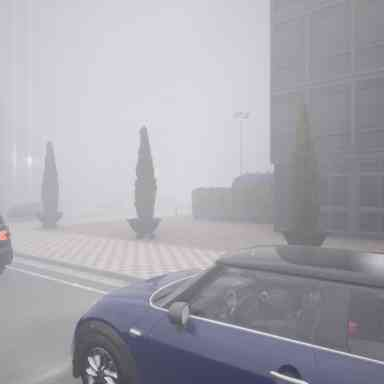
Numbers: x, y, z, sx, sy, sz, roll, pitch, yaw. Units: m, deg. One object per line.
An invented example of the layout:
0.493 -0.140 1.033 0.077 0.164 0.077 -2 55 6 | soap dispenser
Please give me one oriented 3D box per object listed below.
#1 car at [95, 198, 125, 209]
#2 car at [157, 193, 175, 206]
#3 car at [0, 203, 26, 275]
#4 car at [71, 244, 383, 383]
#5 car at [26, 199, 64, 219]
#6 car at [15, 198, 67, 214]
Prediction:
-11.115 1.564 45.343 1.994 1.385 4.181 0 0 35 | car
-5.029 1.221 54.024 2.150 2.045 5.566 0 0 35 | car
-7.056 1.222 9.004 5.566 2.045 2.150 0 0 36 | car
0.807 1.352 3.418 4.553 1.767 2.097 0 0 36 | car
-13.687 1.564 29.110 1.994 1.385 4.181 0 0 35 | car
-16.814 1.491 37.206 2.128 1.511 4.902 0 0 35 | car
